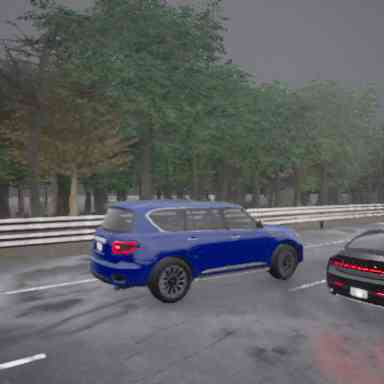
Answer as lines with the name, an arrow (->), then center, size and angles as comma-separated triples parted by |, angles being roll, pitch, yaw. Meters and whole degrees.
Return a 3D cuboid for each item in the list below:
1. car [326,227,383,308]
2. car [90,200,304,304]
car -> 4.914, 1.510, 7.272 | 4.892, 1.490, 1.837 | -1, 0, -35
car -> 0.343, 1.224, 8.352 | 5.566, 2.045, 2.150 | 0, 0, -33
